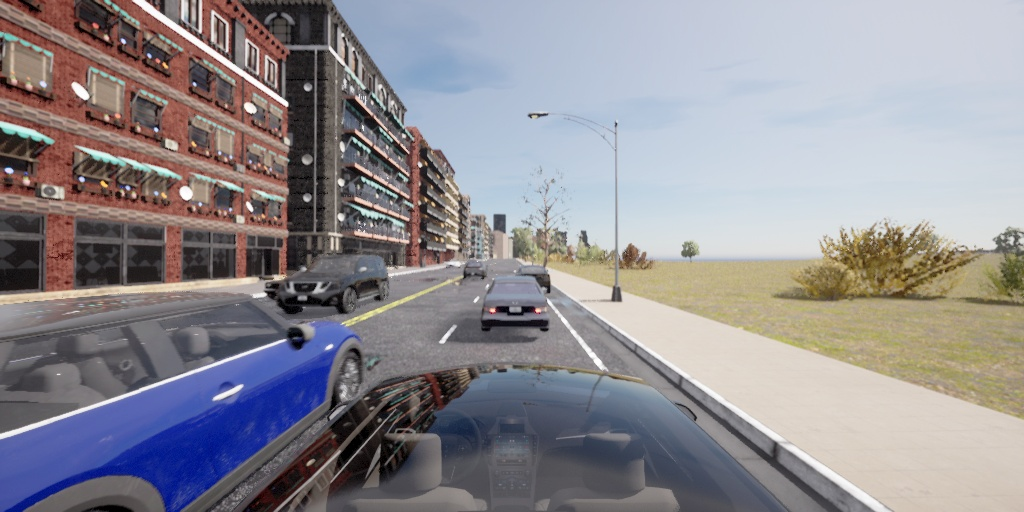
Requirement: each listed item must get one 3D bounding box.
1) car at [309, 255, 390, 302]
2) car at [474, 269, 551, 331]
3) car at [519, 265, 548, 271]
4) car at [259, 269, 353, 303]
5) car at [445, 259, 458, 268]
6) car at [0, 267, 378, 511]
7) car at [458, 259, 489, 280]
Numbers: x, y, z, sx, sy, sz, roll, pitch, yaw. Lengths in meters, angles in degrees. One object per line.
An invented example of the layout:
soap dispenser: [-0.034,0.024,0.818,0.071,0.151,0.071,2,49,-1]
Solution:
car: [-6.608,0.979,14.072,2.150,2.045,5.566,0,0,0]
car: [0.097,1.303,10.924,2.033,1.411,5.357,0,0,0]
car: [1.123,1.239,20.687,1.882,1.535,5.008,0,0,0]
car: [-9.861,1.360,17.684,1.895,1.301,4.718,0,0,0]
car: [-9.872,1.302,60.139,1.812,1.442,4.674,0,0,0]
car: [-3.152,1.104,3.266,2.097,1.767,4.553,0,0,0]
car: [-3.173,1.257,31.677,2.128,1.511,4.902,0,0,0]
